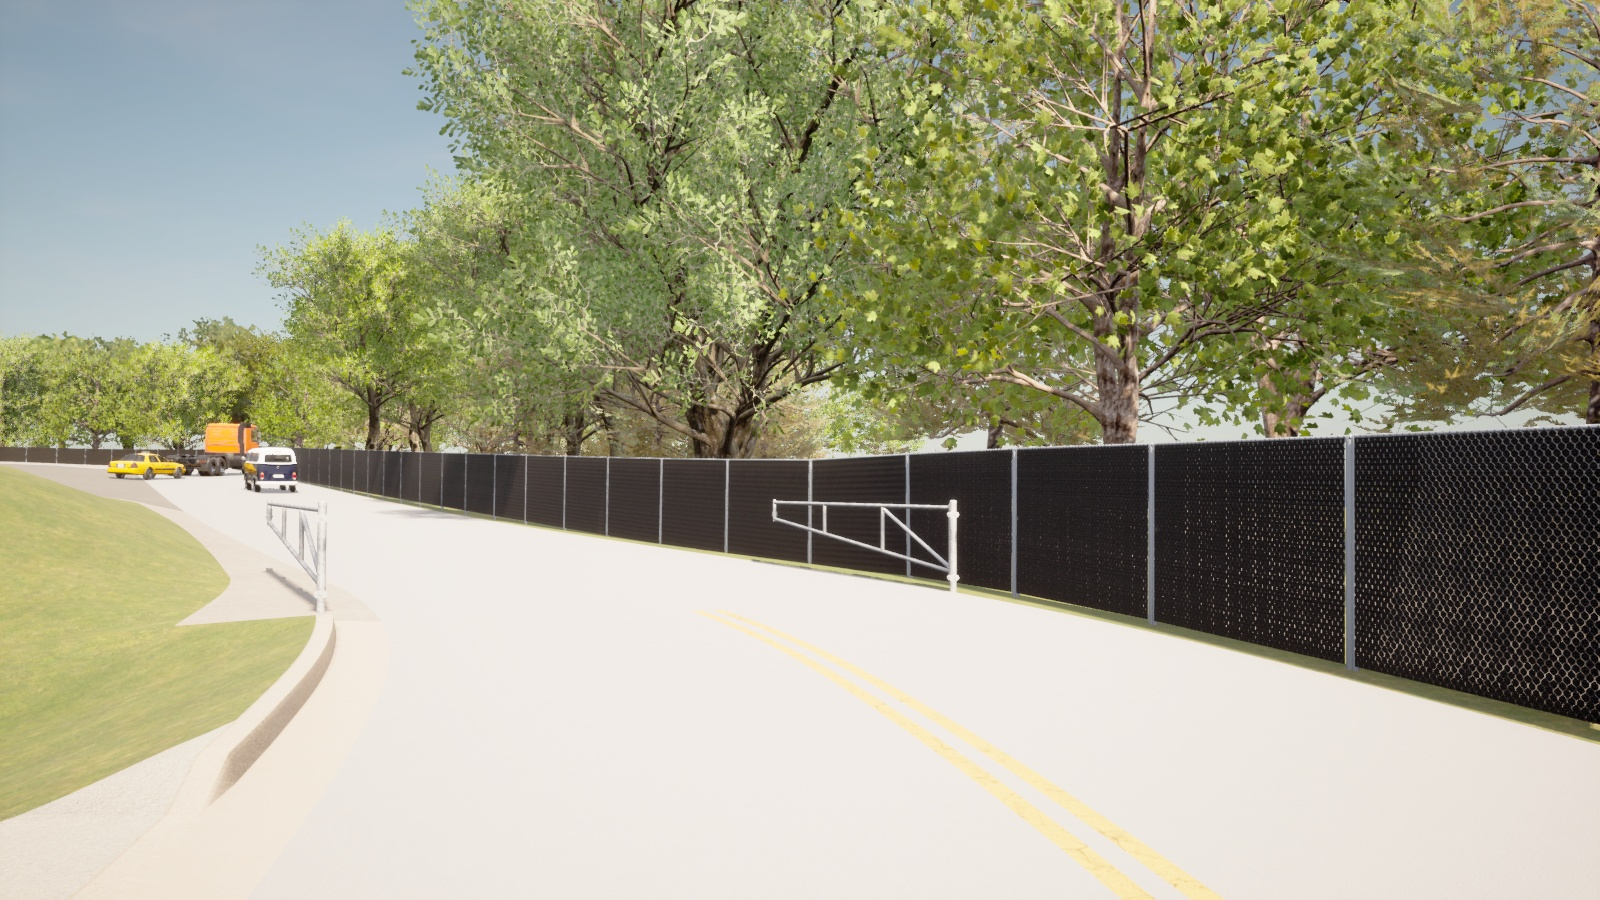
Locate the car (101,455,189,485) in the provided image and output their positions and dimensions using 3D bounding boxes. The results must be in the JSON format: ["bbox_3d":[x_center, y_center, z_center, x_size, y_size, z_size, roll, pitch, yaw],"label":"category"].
[{"bbox_3d":[-36.675,1.126,70.474,1.801,1.575,5.366,1,0,4],"label":"car"}]

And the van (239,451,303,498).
[{"bbox_3d":[-24.514,1.078,58.113,2.069,2.038,4.480,1,0,-32],"label":"van"}]

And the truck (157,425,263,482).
[{"bbox_3d":[-37.892,0.207,80.974,2.891,3.462,7.936,1,0,1],"label":"truck"}]
